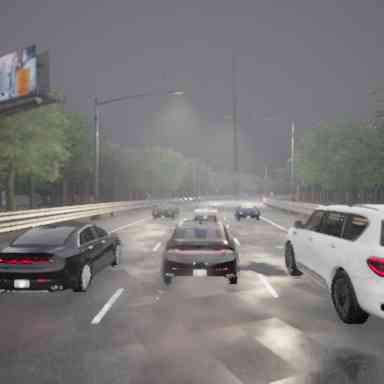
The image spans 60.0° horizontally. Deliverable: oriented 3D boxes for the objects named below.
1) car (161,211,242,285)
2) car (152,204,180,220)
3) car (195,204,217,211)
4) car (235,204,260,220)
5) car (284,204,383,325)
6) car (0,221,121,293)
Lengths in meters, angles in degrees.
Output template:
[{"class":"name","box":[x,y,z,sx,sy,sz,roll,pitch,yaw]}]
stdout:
[{"class":"car","box":[0.251,1.540,9.618,2.128,1.511,4.902,0,0,2]},{"class":"car","box":[-2.215,1.748,29.606,1.895,1.301,4.718,0,0,4]},{"class":"car","box":[1.279,1.748,29.413,1.895,1.301,4.718,0,0,4]},{"class":"car","box":[4.780,1.748,29.272,1.895,1.301,4.718,0,0,4]},{"class":"car","box":[3.683,1.260,7.291,2.150,2.045,5.566,0,0,1]},{"class":"car","box":[-3.270,1.550,8.975,1.837,1.490,4.892,0,0,2]}]
